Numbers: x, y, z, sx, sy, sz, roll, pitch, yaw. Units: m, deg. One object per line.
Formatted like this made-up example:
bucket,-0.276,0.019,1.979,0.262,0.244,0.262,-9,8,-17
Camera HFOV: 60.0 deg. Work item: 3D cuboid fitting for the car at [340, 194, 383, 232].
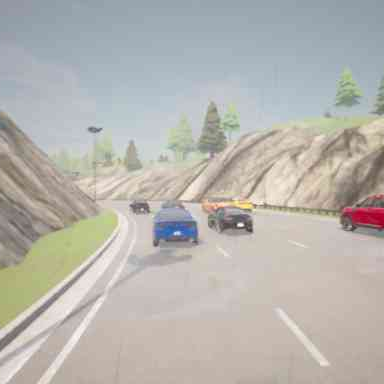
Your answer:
car,9.636,1.125,16.309,2.150,2.045,5.566,0,0,-8

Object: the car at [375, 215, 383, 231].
car,6.967,1.475,7.696,2.033,1.411,5.357,-1,0,-5

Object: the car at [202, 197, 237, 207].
car,2.518,1.342,34.182,2.097,1.767,4.553,-1,0,-15

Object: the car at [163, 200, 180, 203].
car,-2.292,1.608,38.056,1.994,1.385,4.181,-1,0,-18

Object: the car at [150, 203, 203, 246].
car,-0.898,1.495,15.634,1.882,1.535,5.008,0,0,-7

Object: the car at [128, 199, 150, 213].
car,-6.043,1.590,37.785,1.837,1.490,4.892,0,0,-18

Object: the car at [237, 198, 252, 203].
car,5.116,1.441,37.954,1.882,1.535,5.008,0,0,-17

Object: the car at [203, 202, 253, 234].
car,2.115,1.512,19.229,1.812,1.442,4.674,0,0,-9
